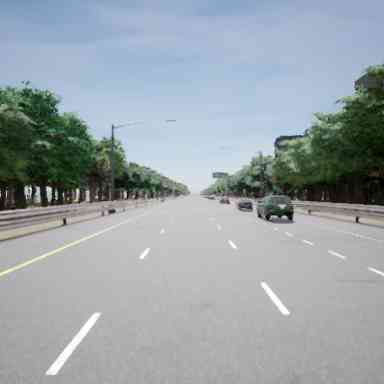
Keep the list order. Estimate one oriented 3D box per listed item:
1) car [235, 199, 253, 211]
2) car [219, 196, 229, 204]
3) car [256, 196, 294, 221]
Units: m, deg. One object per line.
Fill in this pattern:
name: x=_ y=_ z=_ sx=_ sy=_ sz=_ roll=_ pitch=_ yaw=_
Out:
car: x=7.106 y=1.742 z=45.611 sx=1.837 sy=1.490 sz=4.892 roll=0 pitch=0 yaw=0
car: x=7.304 y=1.832 z=75.974 sx=2.097 sy=1.767 sz=4.553 roll=0 pitch=0 yaw=0
car: x=7.039 y=1.334 z=28.528 sx=2.150 sy=2.045 sz=5.566 roll=0 pitch=0 yaw=0
